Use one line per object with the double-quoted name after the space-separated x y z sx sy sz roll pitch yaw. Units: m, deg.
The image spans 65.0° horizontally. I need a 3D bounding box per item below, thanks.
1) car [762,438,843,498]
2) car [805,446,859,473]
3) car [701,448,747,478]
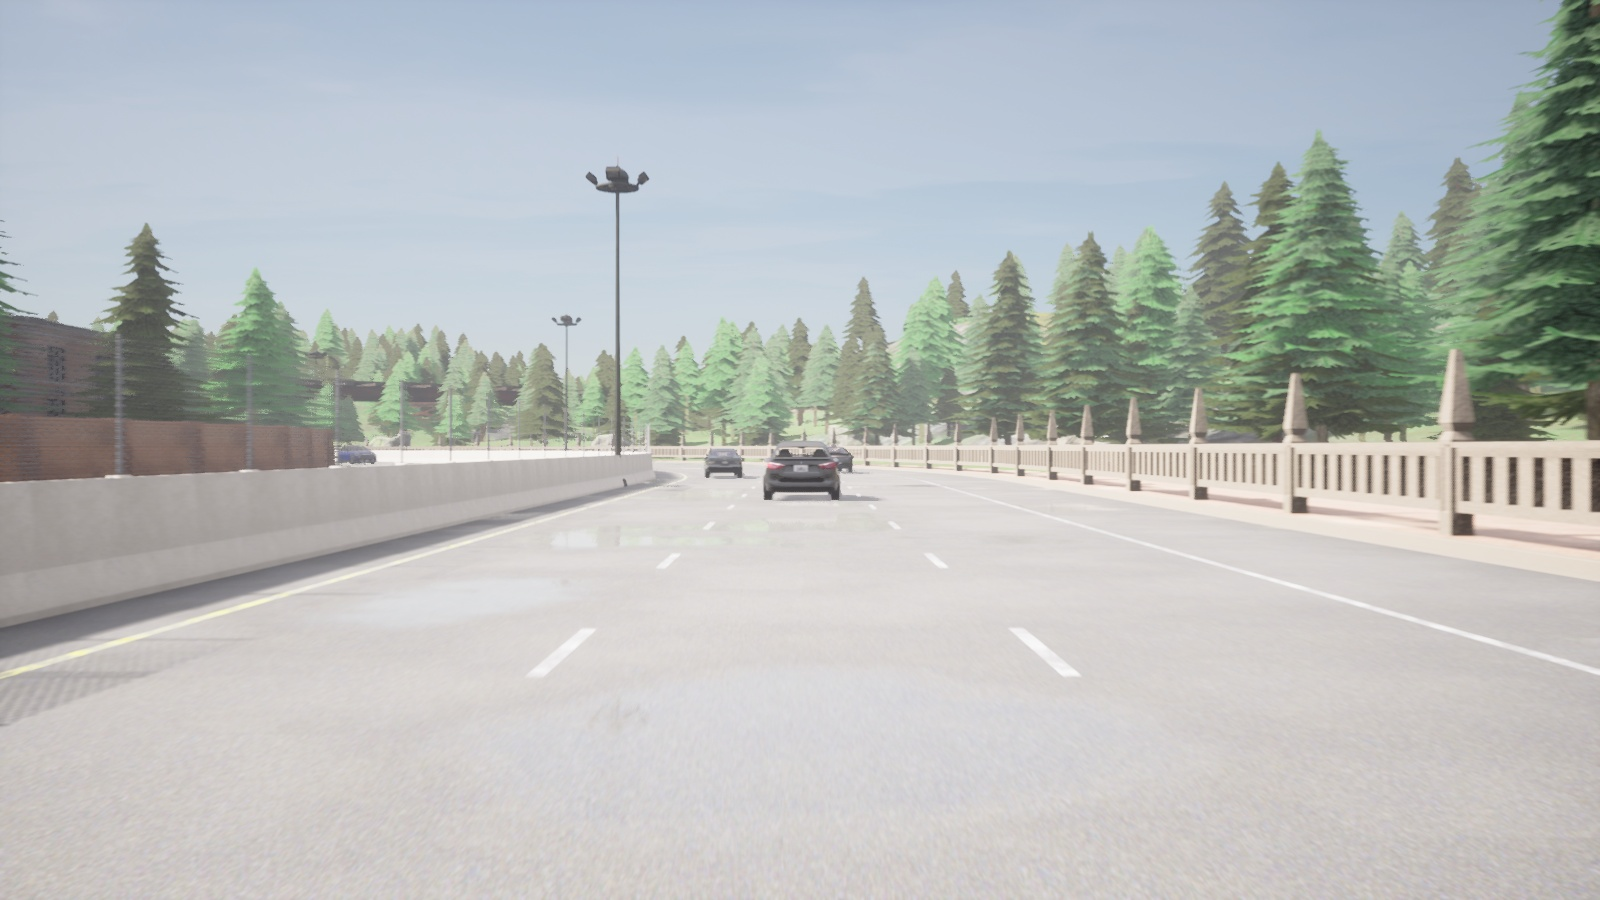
0.072 0.493 37.014 2.242 1.667 4.611 0 0 0 "car"
1.776 0.512 72.259 2.128 1.511 4.902 0 0 -10 "car"
-3.813 0.628 62.307 2.033 1.411 5.357 0 0 -6 "car"
